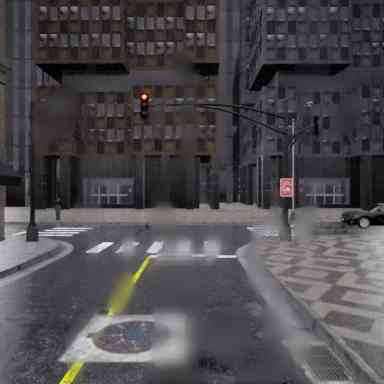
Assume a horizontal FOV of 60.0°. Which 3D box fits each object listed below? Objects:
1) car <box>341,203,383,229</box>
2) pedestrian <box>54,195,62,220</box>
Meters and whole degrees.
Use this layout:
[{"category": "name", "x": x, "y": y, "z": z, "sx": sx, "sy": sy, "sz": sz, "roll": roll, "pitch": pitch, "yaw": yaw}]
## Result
[{"category": "car", "x": 12.056, "y": 1.458, "z": 21.021, "sx": 5.008, "sy": 1.535, "sz": 1.882, "roll": 0, "pitch": 0, "yaw": 1}, {"category": "pedestrian", "x": -9.815, "y": 1.152, "z": 24.321, "sx": 0.375, "sy": 1.860, "sz": 0.375, "roll": 0, "pitch": 0, "yaw": 1}]
